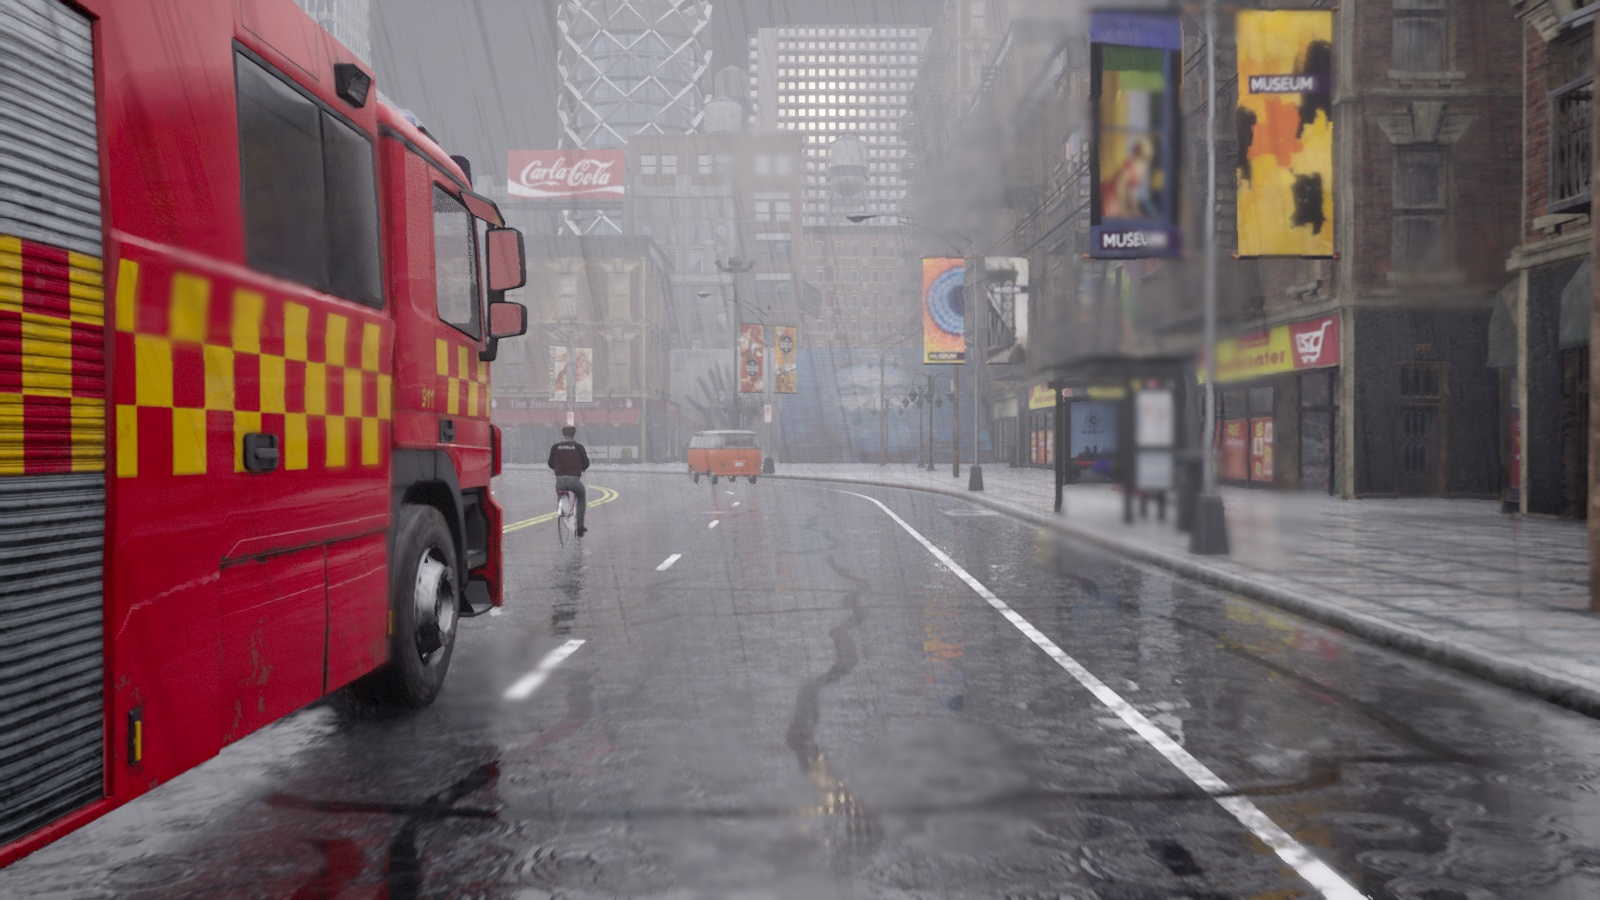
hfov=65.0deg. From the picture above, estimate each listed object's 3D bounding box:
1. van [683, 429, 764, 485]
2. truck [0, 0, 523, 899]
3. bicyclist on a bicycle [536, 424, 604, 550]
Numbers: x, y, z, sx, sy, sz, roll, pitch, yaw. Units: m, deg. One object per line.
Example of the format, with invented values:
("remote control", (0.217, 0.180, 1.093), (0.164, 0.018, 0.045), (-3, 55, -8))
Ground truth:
("van", (-2.896, 0.235, 46.452), (1.775, 1.987, 4.442), (0, 0, -20))
("truck", (-3.456, -0.448, 4.775), (2.891, 3.827, 8.468), (0, 0, 0))
("bicyclist on a bicycle", (-3.378, 0.510, 18.582), (0.659, 1.776, 1.843), (0, 1, 0))
